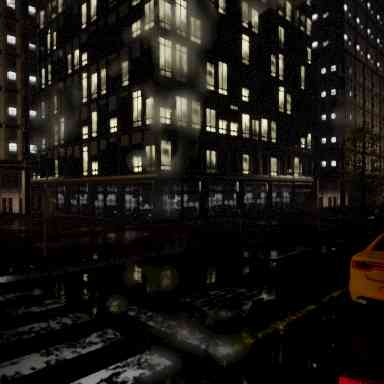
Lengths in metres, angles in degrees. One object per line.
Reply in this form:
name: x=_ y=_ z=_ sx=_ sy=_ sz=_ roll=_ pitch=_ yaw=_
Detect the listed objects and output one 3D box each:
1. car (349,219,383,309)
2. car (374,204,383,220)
car: x=5.055 y=1.470 z=7.070 sx=1.882 sy=1.535 sz=5.008 roll=0 pitch=0 yaw=45
car: x=15.563 y=1.405 z=25.652 sx=1.967 sy=1.590 sz=4.097 roll=-1 pitch=0 yaw=45
